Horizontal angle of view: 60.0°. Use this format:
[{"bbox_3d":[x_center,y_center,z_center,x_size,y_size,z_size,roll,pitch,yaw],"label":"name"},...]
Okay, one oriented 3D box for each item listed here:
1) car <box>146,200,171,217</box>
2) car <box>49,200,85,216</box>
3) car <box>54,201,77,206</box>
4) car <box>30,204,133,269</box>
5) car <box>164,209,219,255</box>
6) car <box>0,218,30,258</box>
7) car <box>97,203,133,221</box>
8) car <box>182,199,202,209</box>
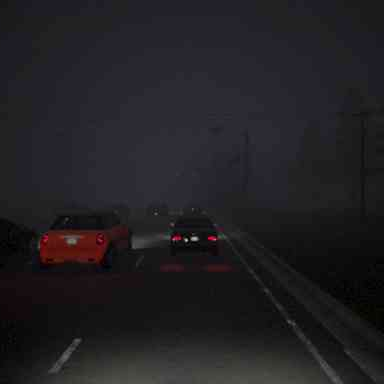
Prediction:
[{"bbox_3d":[-3.438,1.838,34.089,1.895,1.301,4.718,0,0,0],"label":"car"},{"bbox_3d":[-13.941,1.751,37.450,2.128,1.511,4.902,0,0,0],"label":"car"},{"bbox_3d":[-10.434,1.760,30.577,2.033,1.411,5.357,0,0,0],"label":"car"},{"bbox_3d":[-3.416,1.433,11.586,2.097,1.767,4.553,0,0,0],"label":"car"},{"bbox_3d":[0.084,1.643,13.704,2.033,1.411,5.357,0,0,0],"label":"car"},{"bbox_3d":[-6.915,1.582,11.065,1.837,1.490,4.892,0,0,0],"label":"car"},{"bbox_3d":[-6.935,1.760,30.568,2.033,1.411,5.357,0,0,0],"label":"car"},{"bbox_3d":[0.059,1.821,37.073,1.994,1.385,4.181,0,0,0],"label":"car"}]
